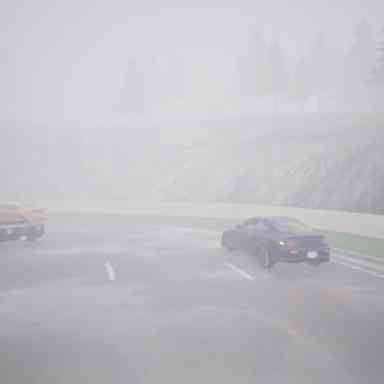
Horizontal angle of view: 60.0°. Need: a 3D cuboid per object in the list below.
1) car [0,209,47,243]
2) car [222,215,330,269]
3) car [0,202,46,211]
[{"bbox_3d":[-8.752,1.571,14.629,4.718,1.301,1.895,0,0,31],"label":"car"},{"bbox_3d":[2.563,1.505,11.117,1.812,1.442,4.674,0,0,-16],"label":"car"},{"bbox_3d":[-12.359,1.433,22.284,5.008,1.535,1.882,0,-1,5],"label":"car"}]
